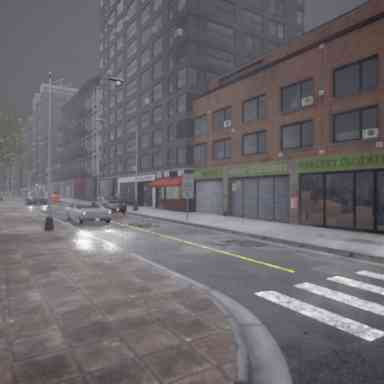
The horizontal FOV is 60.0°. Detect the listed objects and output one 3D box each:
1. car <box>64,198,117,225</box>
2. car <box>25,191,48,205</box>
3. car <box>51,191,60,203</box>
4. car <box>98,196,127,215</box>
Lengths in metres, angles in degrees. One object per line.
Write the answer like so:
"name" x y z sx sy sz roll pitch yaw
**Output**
"car" -6.555 1.236 20.821 1.895 1.301 4.718 0 1 -32
"car" -19.390 0.708 41.407 2.097 1.767 4.553 0 0 -32
"car" -21.207 0.691 49.663 2.097 1.767 4.553 0 0 -32
"car" -6.823 1.067 26.787 2.128 1.511 4.902 0 1 -32
